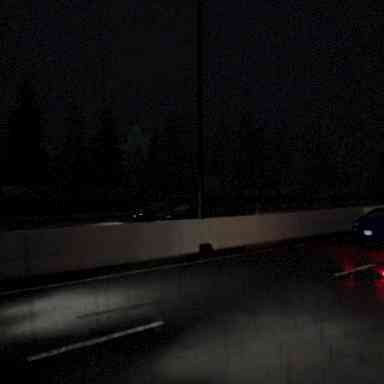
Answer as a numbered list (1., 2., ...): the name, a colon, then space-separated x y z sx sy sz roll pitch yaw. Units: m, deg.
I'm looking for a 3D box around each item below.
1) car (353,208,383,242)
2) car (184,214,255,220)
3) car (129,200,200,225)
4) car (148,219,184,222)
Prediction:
1. car: 8.712 1.387 14.269 4.674 1.442 1.812 -1 0 -36
2. car: 2.006 1.454 18.317 4.181 1.385 1.994 -1 0 -35
3. car: -1.925 1.394 24.111 4.892 1.490 1.837 -1 0 -35
4. car: -0.144 1.417 21.082 4.674 1.442 1.812 -1 0 -35
